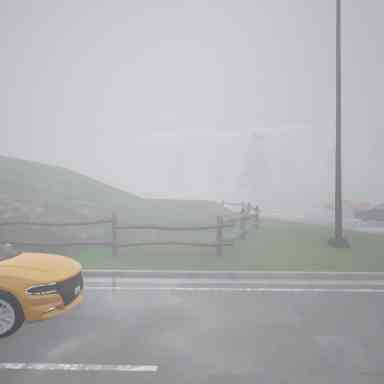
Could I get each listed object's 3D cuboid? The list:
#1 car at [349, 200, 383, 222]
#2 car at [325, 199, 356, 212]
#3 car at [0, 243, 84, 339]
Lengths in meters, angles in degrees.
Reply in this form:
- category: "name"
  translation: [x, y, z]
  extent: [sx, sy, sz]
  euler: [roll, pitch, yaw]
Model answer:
- category: "car"
  translation: [14.122, 1.547, 23.595]
  extent: [2.033, 1.411, 5.357]
  euler: [0, 0, -17]
- category: "car"
  translation: [16.874, 1.477, 36.335]
  extent: [1.882, 1.535, 5.008]
  euler: [1, 0, -25]
- category: "car"
  translation: [-4.539, 1.478, 6.035]
  extent: [5.008, 1.535, 1.882]
  euler: [0, 0, 2]
